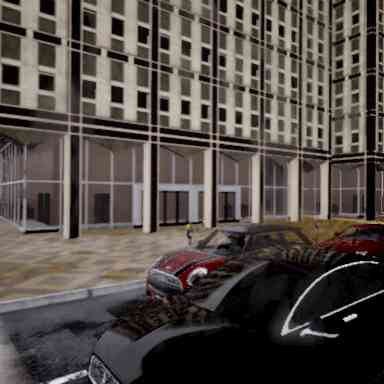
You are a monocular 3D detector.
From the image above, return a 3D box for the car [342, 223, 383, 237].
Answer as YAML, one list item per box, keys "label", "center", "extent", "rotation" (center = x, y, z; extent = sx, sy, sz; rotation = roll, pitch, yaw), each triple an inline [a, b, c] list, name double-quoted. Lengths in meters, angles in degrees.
- label: "car"
  center: [5.638, 1.673, 10.568]
  extent: [4.206, 1.307, 1.802]
  rotation: [1, 0, -35]

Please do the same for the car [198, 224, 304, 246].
- label: "car"
  center: [1.038, 1.482, 7.294]
  extent: [4.097, 1.590, 1.967]
  rotation: [1, 0, -35]

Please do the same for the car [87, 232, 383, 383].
- label: "car"
  center: [1.198, 1.533, 4.228]
  extent: [4.892, 1.490, 1.837]
  rotation: [1, 0, -35]
